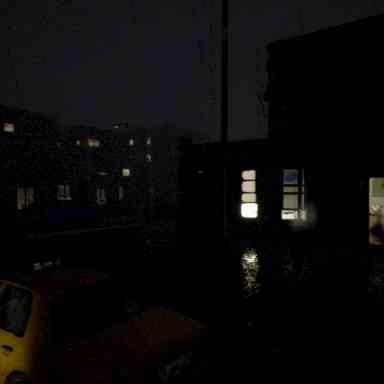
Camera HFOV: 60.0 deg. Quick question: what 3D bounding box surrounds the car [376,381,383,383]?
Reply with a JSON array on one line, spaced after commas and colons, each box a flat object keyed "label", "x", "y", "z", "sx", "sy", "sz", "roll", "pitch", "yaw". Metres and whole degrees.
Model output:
[{"label": "car", "x": 2.752, "y": 1.544, "z": 0.904, "sx": 4.507, "sy": 1.381, "sz": 1.887, "roll": 0, "pitch": 0, "yaw": 36}]

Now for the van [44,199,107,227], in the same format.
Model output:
[{"label": "van", "x": -8.320, "y": 1.425, "z": 23.528, "sx": 1.690, "sy": 1.788, "sz": 3.998, "roll": 0, "pitch": 0, "yaw": 35}]

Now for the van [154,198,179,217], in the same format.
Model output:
[{"label": "van", "x": -1.968, "y": 1.454, "z": 32.562, "sx": 1.690, "sy": 1.788, "sz": 3.998, "roll": 0, "pitch": 0, "yaw": 35}]

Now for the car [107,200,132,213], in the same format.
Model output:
[{"label": "car", "x": -8.911, "y": 1.585, "z": 37.257, "sx": 1.752, "sy": 1.417, "sz": 4.829, "roll": 0, "pitch": 0, "yaw": 35}]

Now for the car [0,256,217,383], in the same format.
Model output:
[{"label": "car", "x": -2.022, "y": 1.529, "z": 4.314, "sx": 4.829, "sy": 1.417, "sz": 1.752, "roll": 0, "pitch": 0, "yaw": 36}]

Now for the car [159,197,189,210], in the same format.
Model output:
[{"label": "car", "x": -2.460, "y": 1.534, "z": 46.431, "sx": 1.967, "sy": 1.590, "sz": 4.097, "roll": 0, "pitch": 0, "yaw": 35}]
